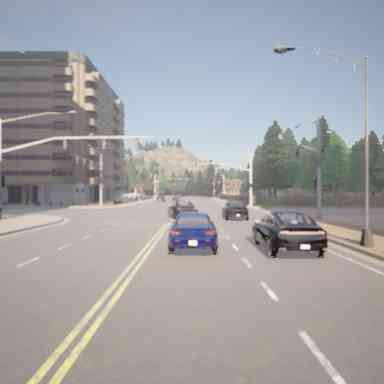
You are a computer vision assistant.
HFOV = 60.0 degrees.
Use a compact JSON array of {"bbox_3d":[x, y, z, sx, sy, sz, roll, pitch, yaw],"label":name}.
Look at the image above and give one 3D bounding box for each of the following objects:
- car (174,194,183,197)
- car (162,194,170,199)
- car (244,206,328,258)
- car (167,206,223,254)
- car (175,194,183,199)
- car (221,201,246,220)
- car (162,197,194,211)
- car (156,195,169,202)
[{"bbox_3d":[-3.471,1.609,74.726,1.895,1.301,4.718,0,0,0],"label":"car"},{"bbox_3d":[-6.965,1.326,90.337,1.895,1.301,4.718,0,0,0],"label":"car"},{"bbox_3d":[3.547,1.494,12.769,2.128,1.511,4.902,0,0,1],"label":"car"},{"bbox_3d":[0.054,1.528,13.415,1.812,1.442,4.674,0,0,1],"label":"car"},{"bbox_3d":[-3.465,1.231,90.365,1.837,1.490,4.892,0,0,0],"label":"car"},{"bbox_3d":[3.558,1.484,27.782,1.837,1.490,4.892,0,1,1],"label":"car"},{"bbox_3d":[-0.886,1.466,27.660,2.128,1.511,4.902,0,1,-12],"label":"car"},{"bbox_3d":[-6.971,1.539,74.764,2.128,1.511,4.902,0,0,0],"label":"car"}]
